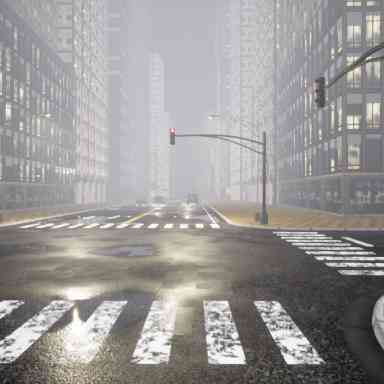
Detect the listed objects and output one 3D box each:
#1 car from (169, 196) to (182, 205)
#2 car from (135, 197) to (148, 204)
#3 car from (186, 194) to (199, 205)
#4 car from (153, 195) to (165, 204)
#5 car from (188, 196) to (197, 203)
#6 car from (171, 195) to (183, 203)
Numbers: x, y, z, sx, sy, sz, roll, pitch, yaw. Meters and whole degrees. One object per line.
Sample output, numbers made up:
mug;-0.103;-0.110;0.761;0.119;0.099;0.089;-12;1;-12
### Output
car;-3.136;1.702;60.233;1.895;1.301;4.718;0;0;0
car;-9.628;1.664;64.384;2.033;1.411;5.357;0;0;0
car;0.115;1.323;60.229;2.150;2.045;5.566;0;0;0
car;-6.378;1.468;64.409;2.097;1.767;4.553;0;0;0
car;0.134;1.541;70.616;1.994;1.385;4.181;0;0;0
car;-3.117;1.495;70.205;2.128;1.511;4.902;0;0;0
